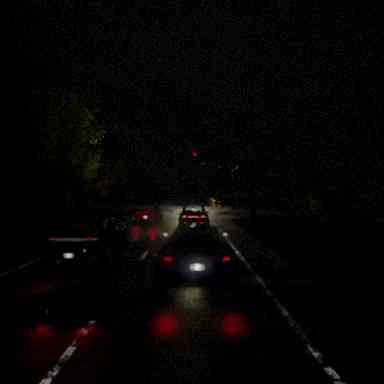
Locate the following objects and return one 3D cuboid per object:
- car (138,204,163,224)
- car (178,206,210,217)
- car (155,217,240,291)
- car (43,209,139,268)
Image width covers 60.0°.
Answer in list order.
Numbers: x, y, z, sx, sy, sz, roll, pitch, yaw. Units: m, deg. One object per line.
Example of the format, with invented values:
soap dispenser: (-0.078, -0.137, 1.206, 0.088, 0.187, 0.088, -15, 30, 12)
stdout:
car: (-3.392, 1.671, 26.431, 1.812, 1.442, 4.674, 0, 0, 0)
car: (0.110, 1.608, 21.101, 2.128, 1.511, 4.902, 0, 0, 0)
car: (0.103, 1.614, 9.205, 1.994, 1.385, 4.181, 0, 0, 0)
car: (-3.397, 1.555, 11.582, 2.128, 1.511, 4.902, 0, 0, 0)
